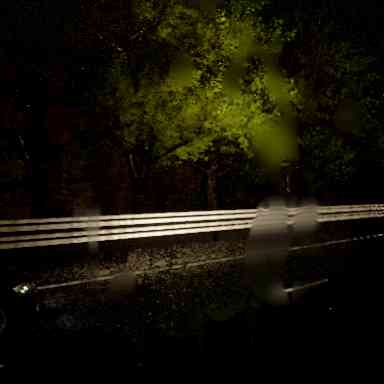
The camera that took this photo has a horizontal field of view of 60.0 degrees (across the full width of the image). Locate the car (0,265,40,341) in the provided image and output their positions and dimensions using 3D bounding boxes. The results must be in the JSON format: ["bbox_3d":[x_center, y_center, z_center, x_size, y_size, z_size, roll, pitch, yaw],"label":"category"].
[{"bbox_3d":[-4.525,1.565,4.830,4.181,1.385,1.994,0,0,-36],"label":"car"}]
